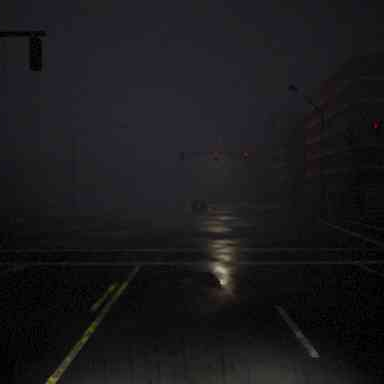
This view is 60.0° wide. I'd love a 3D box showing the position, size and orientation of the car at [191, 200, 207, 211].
[{"bbox_3d":[0.885,1.651,41.583,1.994,1.385,4.181,0,0,0],"label":"car"}]
